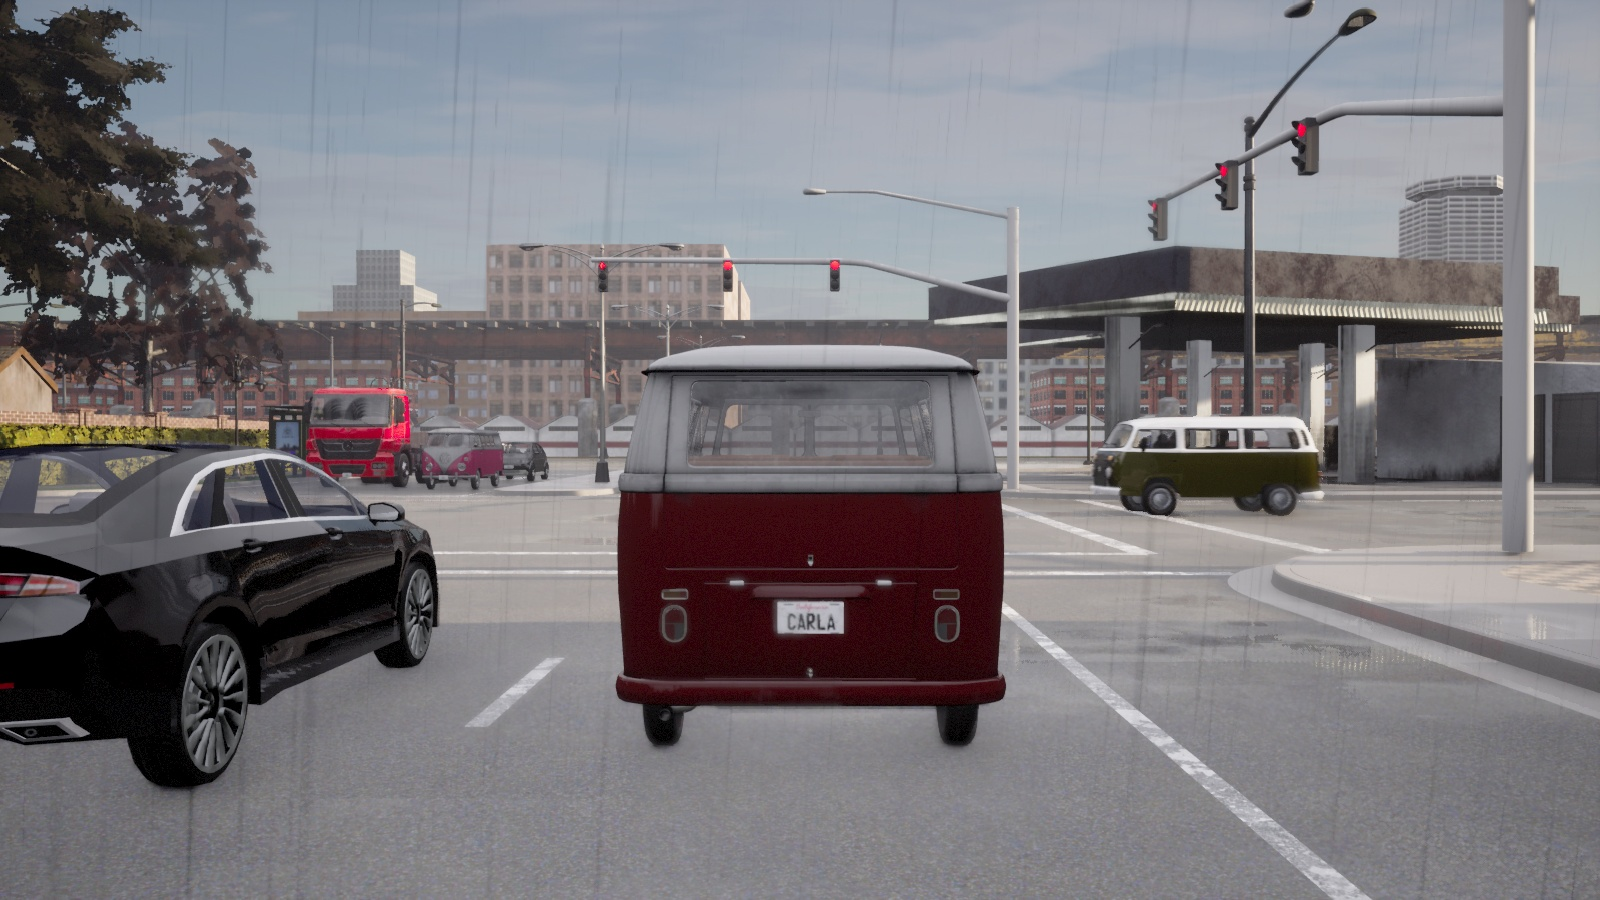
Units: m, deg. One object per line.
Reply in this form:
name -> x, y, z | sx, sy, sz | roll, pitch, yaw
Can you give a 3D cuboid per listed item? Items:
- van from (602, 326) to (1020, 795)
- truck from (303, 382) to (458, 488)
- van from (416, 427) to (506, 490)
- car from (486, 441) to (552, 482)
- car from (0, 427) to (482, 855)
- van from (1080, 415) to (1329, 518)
van -> 0.059, 0.457, 7.547 | 1.775, 1.987, 4.442 | 0, 0, 0
truck -> -14.767, -0.501, 44.943 | 2.891, 3.462, 7.936 | 0, 0, 0
van -> -11.240, 0.253, 41.950 | 1.775, 1.987, 4.442 | 0, 0, 0
car -> -11.191, 0.433, 50.189 | 1.789, 1.549, 3.705 | 0, 0, 0
car -> -3.445, 0.661, 6.895 | 2.128, 1.511, 4.902 | 0, 0, 0
van -> 8.330, 0.332, 26.158 | 4.480, 2.038, 2.069 | 0, 0, -2
